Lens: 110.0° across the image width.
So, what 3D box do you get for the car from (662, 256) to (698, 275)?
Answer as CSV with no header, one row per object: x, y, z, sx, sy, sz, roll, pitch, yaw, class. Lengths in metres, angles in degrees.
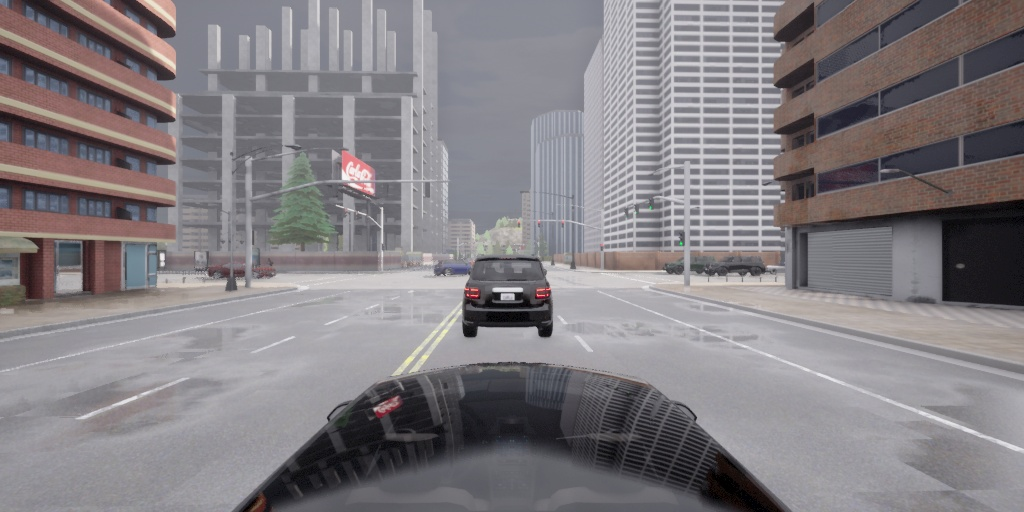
19.376,0.972,38.978,5.566,2.045,2.150,0,0,-1,car

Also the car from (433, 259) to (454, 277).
-5.421,1.102,35.469,4.553,1.767,2.097,0,0,-38,car

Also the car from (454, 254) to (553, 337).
-0.122,0.971,10.391,2.150,2.045,5.566,0,0,-1,car

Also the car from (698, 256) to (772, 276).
21.988,0.971,35.549,5.566,2.045,2.150,0,0,-2,car

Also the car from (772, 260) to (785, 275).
29.506,1.351,39.232,4.718,1.301,1.895,0,0,-1,car

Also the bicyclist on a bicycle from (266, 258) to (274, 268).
-28.715,1.050,42.505,0.582,1.620,1.656,0,0,-1,bicyclist on a bicycle

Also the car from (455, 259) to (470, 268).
-8.286,1.255,60.353,1.837,1.490,4.892,0,0,-1,car

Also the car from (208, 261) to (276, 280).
-22.990,1.227,30.669,5.008,1.535,1.882,0,0,-2,car

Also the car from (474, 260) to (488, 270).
-4.679,1.314,54.613,1.994,1.385,4.181,0,0,-1,car
